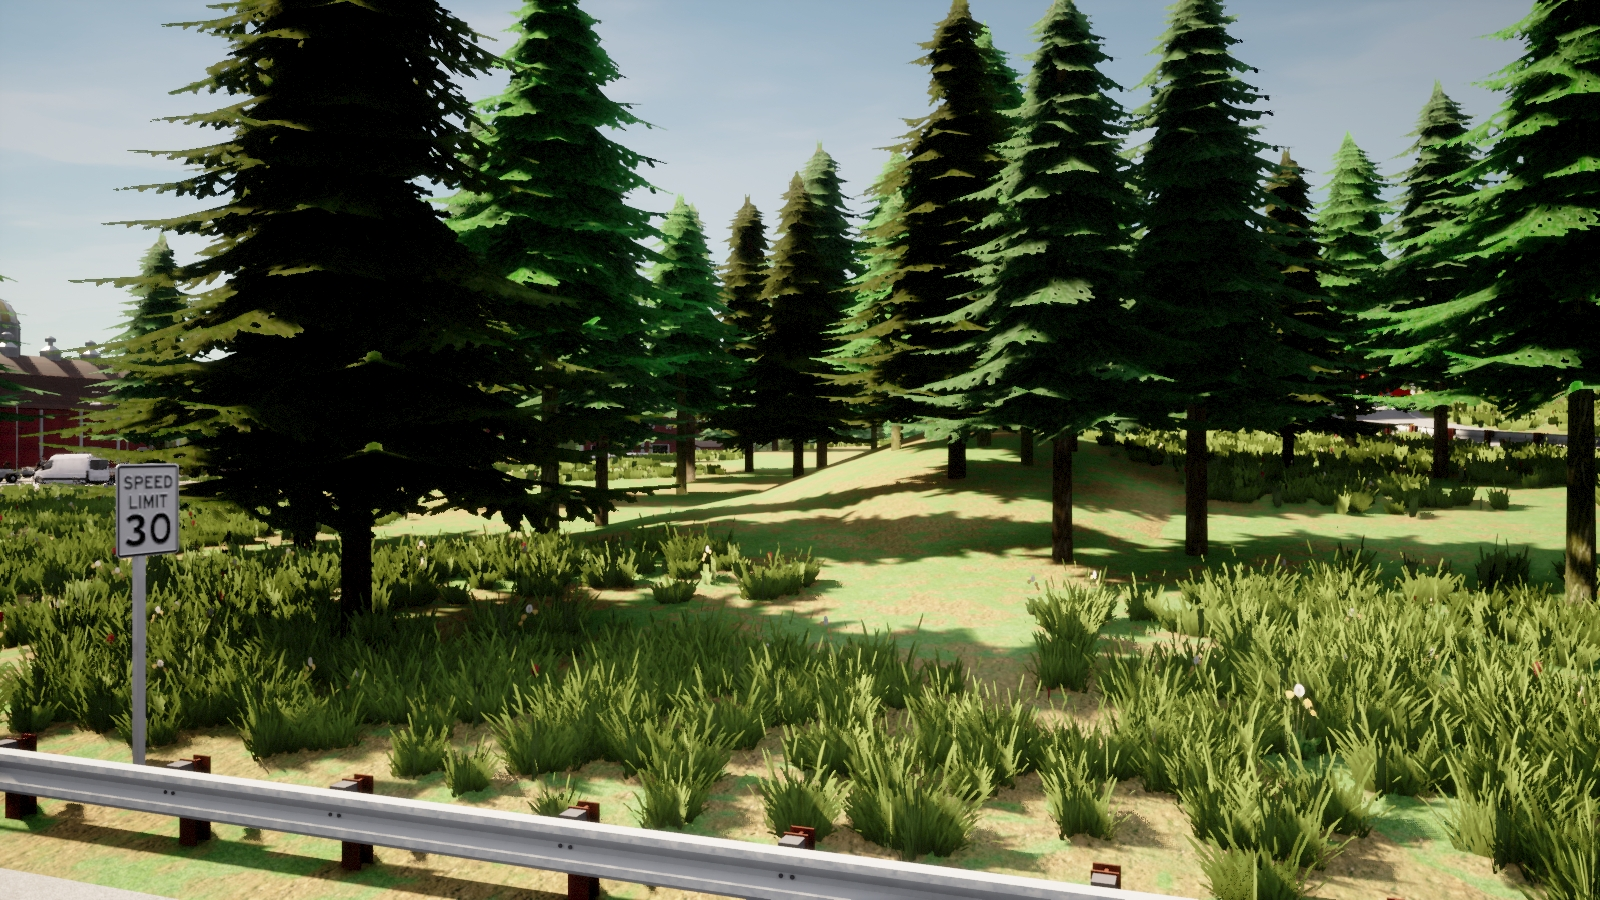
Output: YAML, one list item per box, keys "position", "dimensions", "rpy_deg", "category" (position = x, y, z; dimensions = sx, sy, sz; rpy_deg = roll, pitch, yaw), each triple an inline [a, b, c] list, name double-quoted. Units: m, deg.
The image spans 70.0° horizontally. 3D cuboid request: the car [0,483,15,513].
- position: [-37.137, 2.158, 49.696]
  dimensions: [1.895, 1.301, 4.718]
  rpy_deg: [0, 0, 19]
  category: "car"
